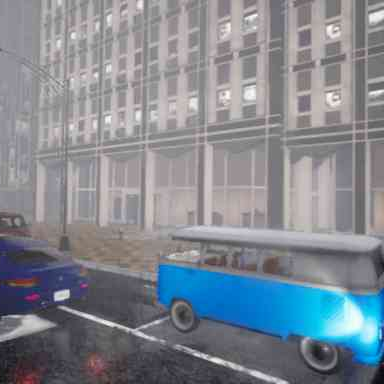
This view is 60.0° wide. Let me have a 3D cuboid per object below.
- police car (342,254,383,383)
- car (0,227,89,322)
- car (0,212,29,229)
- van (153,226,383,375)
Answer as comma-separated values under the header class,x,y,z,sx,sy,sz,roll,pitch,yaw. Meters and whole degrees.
class,x,y,z,sx,sy,sz,roll,pitch,yaw
police car,3.736,1.506,1.509,5.238,1.638,1.930,-1,-2,37
car,-4.198,1.735,7.411,4.674,1.442,1.812,-1,-2,37
car,-7.963,1.653,12.440,5.009,1.841,2.192,-1,-2,37
van,1.155,1.532,5.652,3.998,1.788,1.690,-1,-2,37
